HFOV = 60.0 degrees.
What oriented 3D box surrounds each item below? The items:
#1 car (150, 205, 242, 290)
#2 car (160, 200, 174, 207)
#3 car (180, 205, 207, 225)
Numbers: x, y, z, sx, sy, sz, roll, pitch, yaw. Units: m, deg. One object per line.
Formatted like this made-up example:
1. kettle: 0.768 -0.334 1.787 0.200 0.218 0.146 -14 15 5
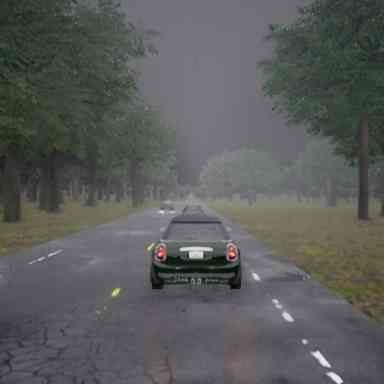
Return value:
1. car: 0.098 1.420 9.423 2.097 1.767 4.553 0 -1 0
2. car: -3.549 1.947 48.142 1.812 1.442 4.674 0 -1 0
3. car: 0.086 1.767 26.677 1.994 1.385 4.181 0 0 0
